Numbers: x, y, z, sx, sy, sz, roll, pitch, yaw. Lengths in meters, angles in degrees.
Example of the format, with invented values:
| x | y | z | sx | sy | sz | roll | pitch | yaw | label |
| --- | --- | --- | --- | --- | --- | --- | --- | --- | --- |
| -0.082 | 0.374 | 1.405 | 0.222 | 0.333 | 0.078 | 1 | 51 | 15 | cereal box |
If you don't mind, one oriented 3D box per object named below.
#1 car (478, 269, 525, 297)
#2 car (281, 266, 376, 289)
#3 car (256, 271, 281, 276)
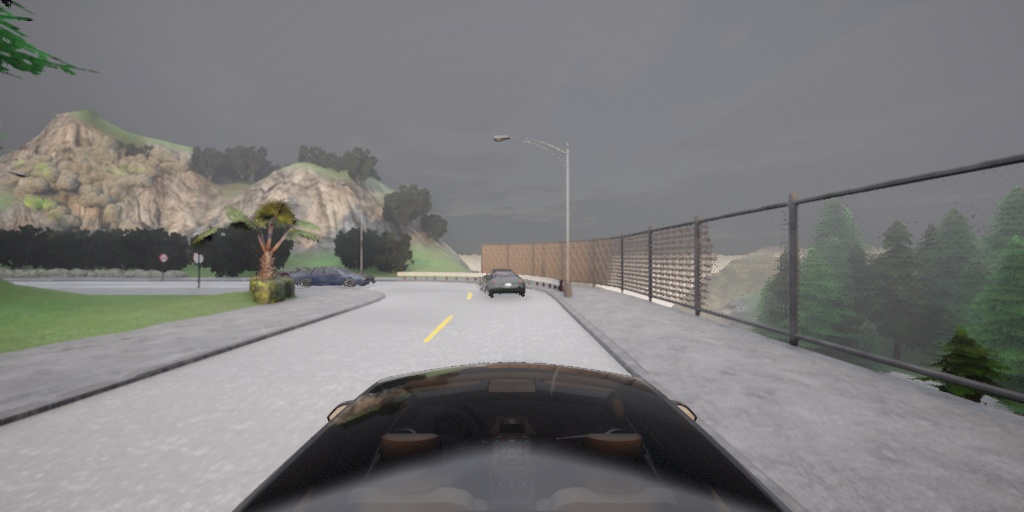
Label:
| x | y | z | sx | sy | sz | roll | pitch | yaw | label |
| --- | --- | --- | --- | --- | --- | --- | --- | --- | --- |
| -0.635 | 1.409 | 19.784 | 1.994 | 1.385 | 4.181 | 0 | 0 | -13 | car |
| -12.095 | 1.414 | 24.154 | 5.357 | 1.411 | 2.033 | 0 | 0 | 3 | car |
| -17.652 | 1.490 | 28.610 | 4.718 | 1.301 | 1.895 | 0 | 0 | -1 | car |
